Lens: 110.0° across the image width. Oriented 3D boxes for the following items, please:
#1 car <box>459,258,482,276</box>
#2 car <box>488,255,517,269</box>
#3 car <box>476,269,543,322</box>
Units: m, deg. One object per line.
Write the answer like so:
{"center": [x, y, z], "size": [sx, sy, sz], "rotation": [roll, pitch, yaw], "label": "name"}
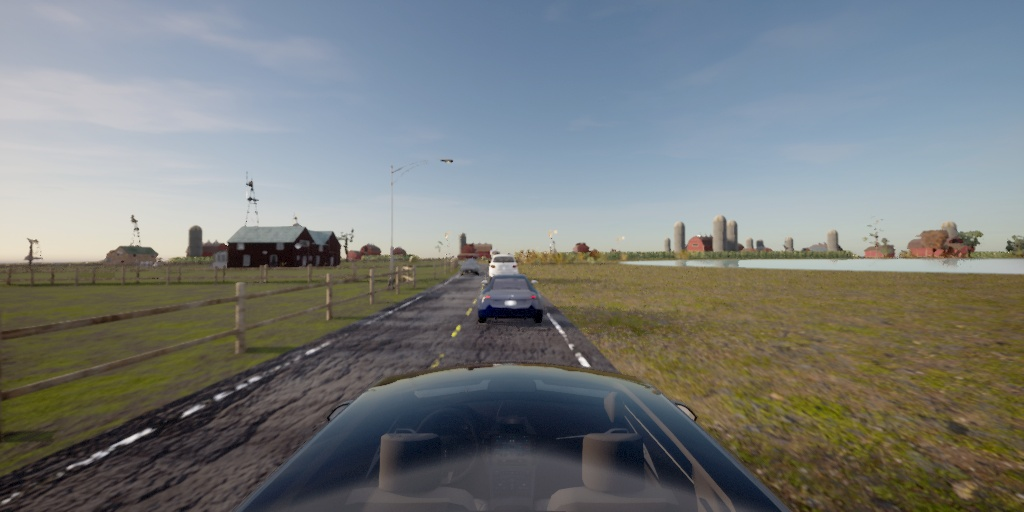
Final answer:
{"center": [-4.146, 1.218, 35.943], "size": [1.837, 1.490, 4.892], "rotation": [0, 0, -4], "label": "car"}
{"center": [-0.752, 0.943, 29.096], "size": [2.150, 2.045, 5.566], "rotation": [0, 0, -3], "label": "car"}
{"center": [-0.084, 1.299, 12.190], "size": [1.994, 1.385, 4.181], "rotation": [0, 0, -1], "label": "car"}
